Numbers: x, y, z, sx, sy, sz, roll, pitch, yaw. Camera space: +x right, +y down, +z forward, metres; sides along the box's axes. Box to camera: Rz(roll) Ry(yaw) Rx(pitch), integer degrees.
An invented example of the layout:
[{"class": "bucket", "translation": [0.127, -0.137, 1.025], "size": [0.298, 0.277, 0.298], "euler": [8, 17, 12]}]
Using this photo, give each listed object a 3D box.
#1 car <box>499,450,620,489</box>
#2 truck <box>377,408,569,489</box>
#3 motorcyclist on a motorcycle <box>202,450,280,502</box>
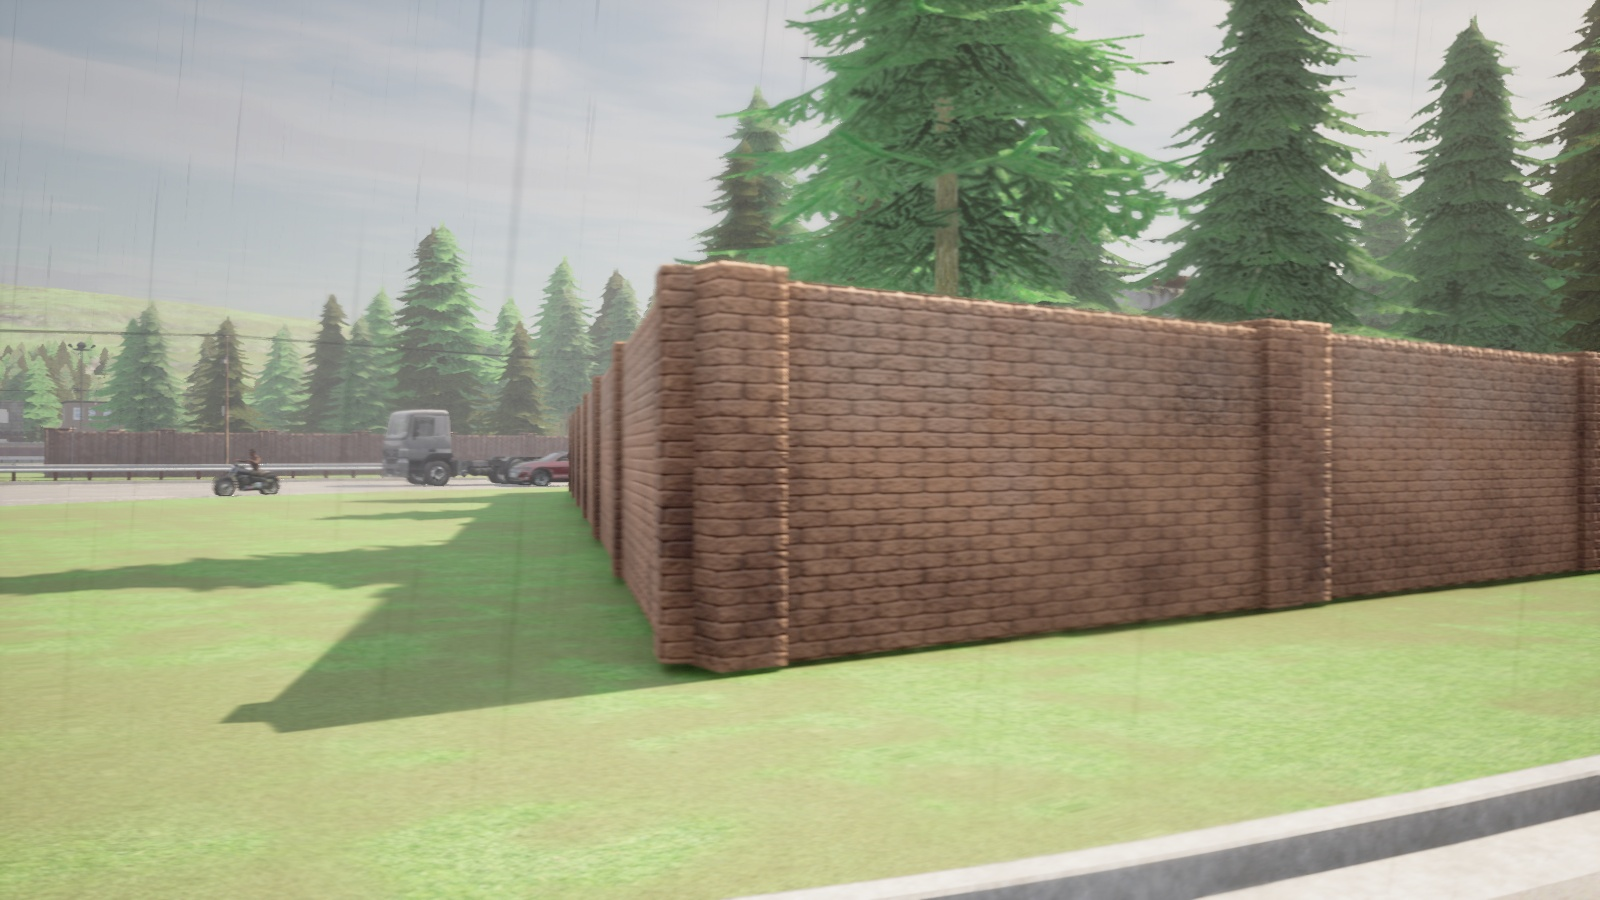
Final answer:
[{"class": "car", "translation": [-10.631, 0.834, 55.616], "size": [4.856, 1.649, 2.033], "euler": [0, 0, -35]}, {"class": "truck", "translation": [-14.757, -0.066, 57.003], "size": [7.936, 3.462, 2.891], "euler": [0, 0, -35]}, {"class": "motorcyclist on a motorcycle", "translation": [-18.515, 0.836, 41.641], "size": [0.766, 1.649, 2.350], "euler": [0, 0, 32]}]
